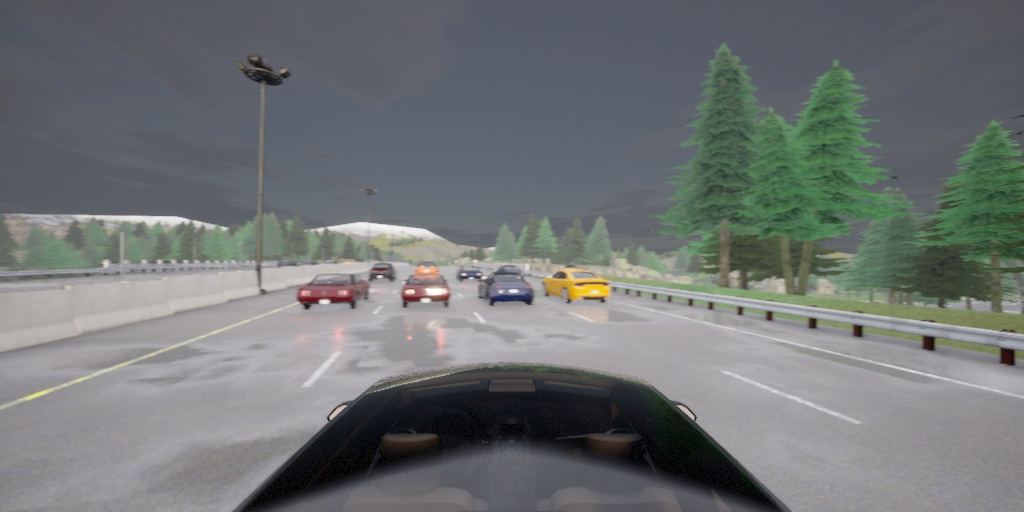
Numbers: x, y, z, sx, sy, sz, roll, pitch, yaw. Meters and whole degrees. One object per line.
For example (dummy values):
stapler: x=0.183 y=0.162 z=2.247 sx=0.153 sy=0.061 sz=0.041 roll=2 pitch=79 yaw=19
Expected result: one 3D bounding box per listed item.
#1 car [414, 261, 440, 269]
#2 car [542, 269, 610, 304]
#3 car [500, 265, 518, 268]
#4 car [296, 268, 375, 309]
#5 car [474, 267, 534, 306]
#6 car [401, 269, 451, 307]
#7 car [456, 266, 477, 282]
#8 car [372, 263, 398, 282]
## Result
car: x=-7.169 y=1.221 z=30.291 sx=2.097 sy=1.767 sz=4.553 roll=1 pitch=-1 yaw=-13
car: x=2.973 y=1.384 z=17.710 sx=1.882 sy=1.535 sz=5.008 roll=1 pitch=0 yaw=-13
car: x=-0.336 y=1.516 z=31.793 sx=2.033 sy=1.411 sz=5.357 roll=1 pitch=0 yaw=-13
car: x=-7.162 y=1.358 z=14.922 sx=1.895 sy=1.301 sz=4.718 roll=1 pitch=0 yaw=-13
car: x=-0.387 y=1.421 z=16.698 sx=1.994 sy=1.385 sz=4.181 roll=1 pitch=0 yaw=-13
car: x=-3.757 y=1.407 z=15.730 sx=1.895 sy=1.301 sz=4.718 roll=1 pitch=0 yaw=-13
car: x=-3.771 y=1.521 z=31.110 sx=1.895 sy=1.301 sz=4.718 roll=1 pitch=0 yaw=-13
car: x=-10.626 y=1.331 z=29.701 sx=1.837 sy=1.490 sz=4.892 roll=1 pitch=0 yaw=-13
